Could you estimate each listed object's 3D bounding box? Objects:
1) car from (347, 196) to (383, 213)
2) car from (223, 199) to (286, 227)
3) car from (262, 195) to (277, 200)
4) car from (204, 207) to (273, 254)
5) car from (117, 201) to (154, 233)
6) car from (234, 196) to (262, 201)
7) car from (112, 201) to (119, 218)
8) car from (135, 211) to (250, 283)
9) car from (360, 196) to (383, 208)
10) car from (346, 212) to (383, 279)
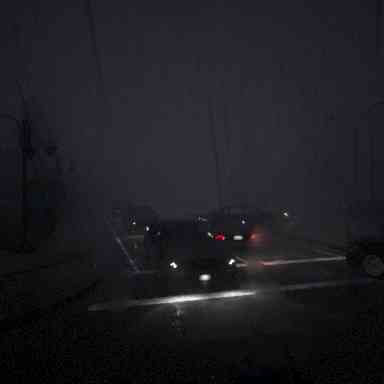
[{"bbox_3d":[15.610,1.356,29.180,1.970,1.475,3.806,0,0,-17],"label":"car"},{"bbox_3d":[2.854,1.466,19.890,5.357,1.411,2.033,-3,1,-15],"label":"car"},{"bbox_3d":[10.378,1.277,47.098,2.152,1.636,5.027,0,0,-17],"label":"car"},{"bbox_3d":[1.353,1.538,13.382,2.033,1.411,5.357,0,0,-4],"label":"car"},{"bbox_3d":[-3.095,1.529,19.941,2.033,1.411,5.357,0,0,-17],"label":"car"},{"bbox_3d":[7.389,1.287,46.145,2.007,1.523,4.514,0,0,-17],"label":"car"},{"bbox_3d":[-6.246,1.514,30.096,2.033,1.411,5.357,0,0,-17],"label":"car"},{"bbox_3d":[-0.371,1.542,10.104,2.033,1.411,5.357,0,0,-15],"label":"car"},{"bbox_3d":[23.932,1.273,43.159,1.845,1.501,3.633,0,0,-17],"label":"car"},{"bbox_3d":[6.530,1.475,8.227,5.008,1.535,1.882,0,0,39],"label":"car"}]
